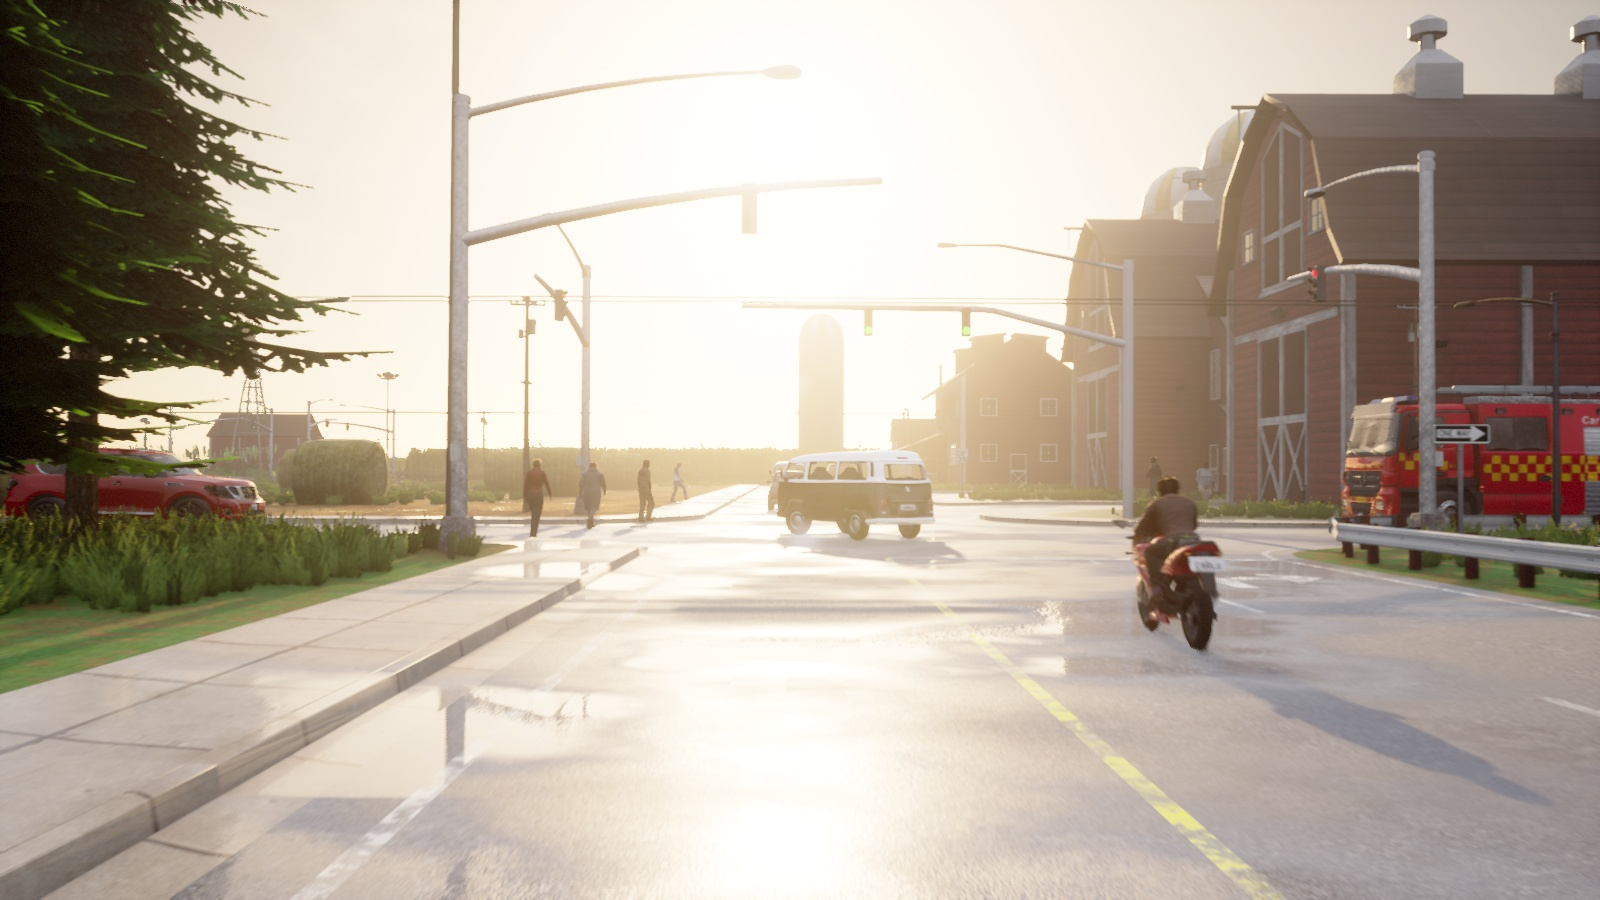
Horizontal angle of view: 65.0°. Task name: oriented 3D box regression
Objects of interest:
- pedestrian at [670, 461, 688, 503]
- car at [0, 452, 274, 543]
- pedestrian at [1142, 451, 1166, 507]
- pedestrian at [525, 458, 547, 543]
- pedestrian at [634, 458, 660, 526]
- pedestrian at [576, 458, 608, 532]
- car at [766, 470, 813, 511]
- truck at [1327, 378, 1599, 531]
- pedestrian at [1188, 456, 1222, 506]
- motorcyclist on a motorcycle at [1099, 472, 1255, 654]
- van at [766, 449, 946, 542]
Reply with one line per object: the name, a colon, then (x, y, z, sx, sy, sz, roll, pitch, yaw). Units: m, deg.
pedestrian: (-5.236, 1.378, 54.449, 0.706, 1.836, 0.354, -1, -1, 18)
car: (-15.724, 1.105, 29.801, 5.566, 2.045, 2.150, 0, -1, 0)
pedestrian: (12.276, 1.009, 43.567, 0.666, 1.930, 0.402, 0, -1, -15)
pedestrian: (-5.808, 1.106, 27.618, 0.331, 1.846, 0.636, 0, -1, 2)
pedestrian: (-4.439, 1.215, 36.441, 0.396, 1.930, 0.692, -1, -1, 37)
pedestrian: (-5.601, 1.206, 33.848, 0.659, 1.952, 0.873, 0, -1, 3)
car: (-0.418, 1.601, 50.101, 1.789, 1.549, 3.705, 0, -1, 0)
truck: (18.713, 0.134, 32.993, 8.468, 3.827, 2.891, 0, -1, 1)
pedestrian: (15.088, 1.153, 46.807, 0.874, 1.855, 0.900, 0, -1, -6)
motorcyclist on a motorcycle: (3.417, 0.969, 11.585, 0.797, 1.523, 2.044, 0, -1, -1)
van: (1.245, 1.031, 29.987, 2.069, 2.038, 4.480, 0, -1, -33)
